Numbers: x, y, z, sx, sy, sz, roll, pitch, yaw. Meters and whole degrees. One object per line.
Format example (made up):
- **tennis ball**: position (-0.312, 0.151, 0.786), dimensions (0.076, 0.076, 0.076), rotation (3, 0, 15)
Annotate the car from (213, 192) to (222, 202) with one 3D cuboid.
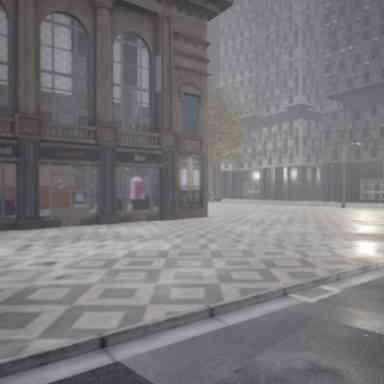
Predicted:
- **car**: position (3.232, 0.897, 62.797), dimensions (2.150, 2.045, 5.566), rotation (0, 0, -36)
